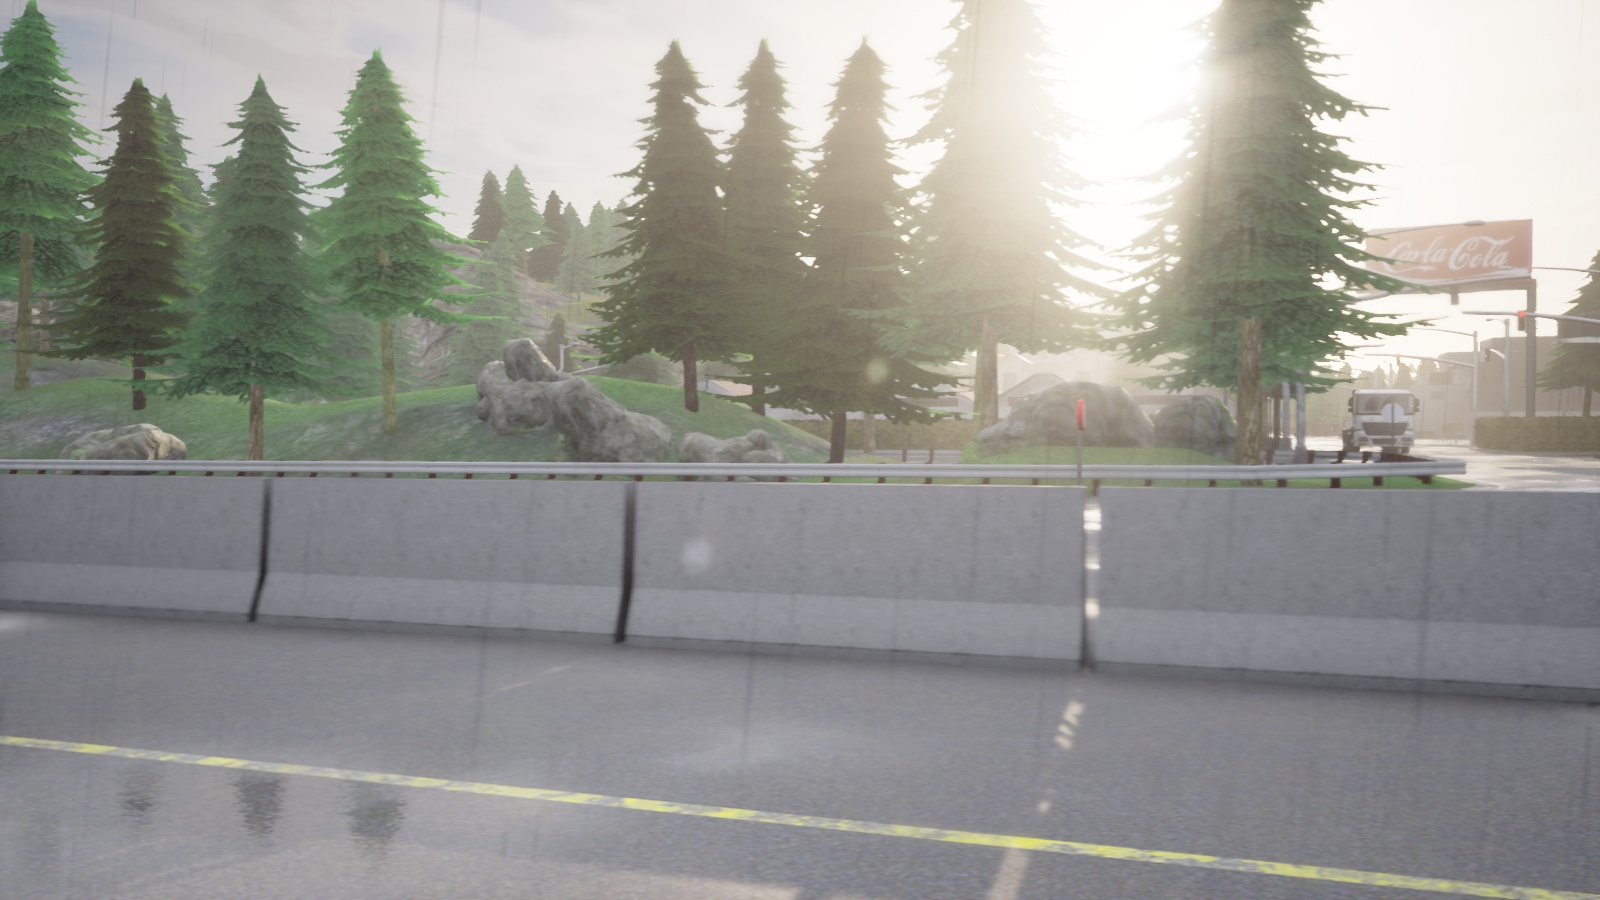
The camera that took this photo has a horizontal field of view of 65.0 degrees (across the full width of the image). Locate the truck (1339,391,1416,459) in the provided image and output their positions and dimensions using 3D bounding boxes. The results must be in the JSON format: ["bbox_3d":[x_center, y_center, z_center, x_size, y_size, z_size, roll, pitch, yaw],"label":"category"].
[{"bbox_3d":[31.241,-1.309,68.217,2.891,3.462,7.936,1,1,18],"label":"truck"}]
